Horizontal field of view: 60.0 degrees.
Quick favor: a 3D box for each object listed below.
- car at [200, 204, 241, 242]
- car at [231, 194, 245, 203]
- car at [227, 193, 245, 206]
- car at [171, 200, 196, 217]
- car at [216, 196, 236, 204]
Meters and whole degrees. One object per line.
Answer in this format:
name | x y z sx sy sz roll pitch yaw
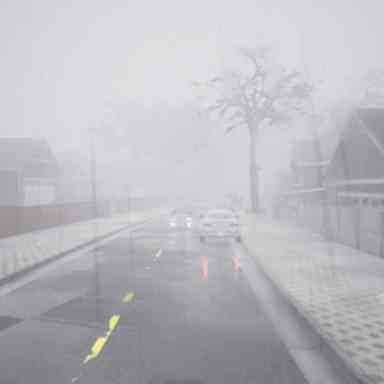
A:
car | 1.350 1.532 16.222 1.812 1.442 4.674 0 0 4
car | 9.779 1.372 70.665 2.097 1.767 4.553 0 0 21
car | 6.765 1.241 53.298 2.150 2.045 5.566 0 0 16
car | -0.732 1.527 31.525 1.812 1.442 4.674 0 0 9
car | 4.054 1.537 41.675 1.812 1.442 4.674 0 0 13
